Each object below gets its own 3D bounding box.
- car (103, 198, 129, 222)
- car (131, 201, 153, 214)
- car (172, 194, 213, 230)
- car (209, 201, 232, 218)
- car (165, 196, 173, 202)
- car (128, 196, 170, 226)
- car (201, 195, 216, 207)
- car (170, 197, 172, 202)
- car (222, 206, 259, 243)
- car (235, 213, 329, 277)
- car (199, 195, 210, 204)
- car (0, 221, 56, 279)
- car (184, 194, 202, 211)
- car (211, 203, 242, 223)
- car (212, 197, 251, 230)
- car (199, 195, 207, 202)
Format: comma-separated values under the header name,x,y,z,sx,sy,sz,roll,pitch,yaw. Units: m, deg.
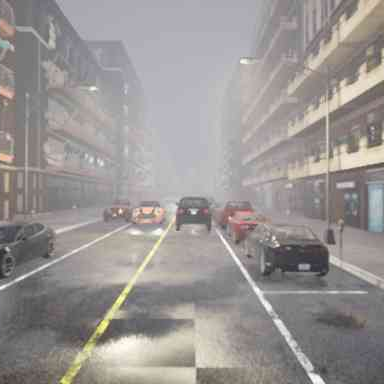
name,x,y,z,sx,sy,sz,roll,pitch,yaw
car,-5.675,1.391,26.925,2.192,1.841,5.009,1,0,0
car,-5.678,1.690,38.061,1.802,1.307,4.206,1,0,0
car,0.102,1.282,21.618,2.150,2.045,5.566,0,0,0
car,2.702,1.658,32.459,1.947,1.339,4.313,1,0,0
car,-5.673,1.769,82.435,1.752,1.417,4.829,1,0,0
car,-2.998,1.342,24.210,2.097,1.767,4.553,0,0,0
car,2.708,1.472,54.732,2.192,1.841,5.009,1,0,0
car,-5.674,1.759,71.468,2.008,1.369,4.403,1,0,0
car,2.701,1.589,15.755,1.887,1.381,4.507,1,0,0
car,2.701,1.579,10.187,2.008,1.369,4.403,1,0,0
car,2.709,1.524,71.435,2.192,1.841,5.009,1,0,0
car,-5.680,1.595,10.222,1.947,1.339,4.313,1,0,0
car,0.105,1.345,43.292,2.150,2.045,5.566,0,0,0
car,2.702,1.626,26.891,2.008,1.369,4.403,1,0,0
car,2.704,1.375,21.323,2.192,1.841,5.009,1,0,0
car,2.708,1.684,82.571,1.967,1.590,4.097,1,0,0
